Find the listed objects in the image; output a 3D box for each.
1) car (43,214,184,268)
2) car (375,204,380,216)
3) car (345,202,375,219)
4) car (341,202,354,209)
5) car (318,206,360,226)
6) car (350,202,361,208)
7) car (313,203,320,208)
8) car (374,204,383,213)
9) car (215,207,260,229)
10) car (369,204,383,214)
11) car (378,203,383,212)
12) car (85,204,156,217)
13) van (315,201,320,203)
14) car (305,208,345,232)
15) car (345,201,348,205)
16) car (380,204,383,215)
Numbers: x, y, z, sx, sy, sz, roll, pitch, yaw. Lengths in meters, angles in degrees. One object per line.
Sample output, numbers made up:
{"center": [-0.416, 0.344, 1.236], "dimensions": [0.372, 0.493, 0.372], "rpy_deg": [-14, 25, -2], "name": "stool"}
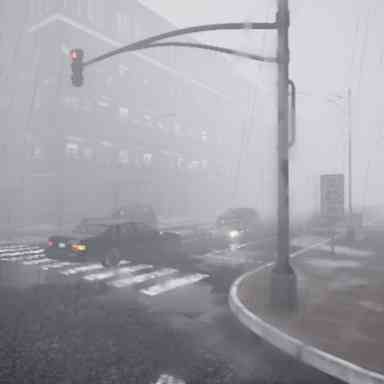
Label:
{"center": [-2.476, 1.707, 11.959], "dimensions": [2.033, 1.411, 5.357], "rpy_deg": [0, -2, 33], "name": "car"}
{"center": [22.411, 2.408, 42.391], "dimensions": [1.752, 1.417, 4.829], "rpy_deg": [-2, -2, 35], "name": "car"}
{"center": [19.055, 2.215, 37.596], "dimensions": [1.967, 1.590, 4.097], "rpy_deg": [-2, -2, 35], "name": "car"}
{"center": [34.981, 2.978, 74.934], "dimensions": [1.967, 1.590, 4.097], "rpy_deg": [-1, -2, 35], "name": "car"}
{"center": [12.542, 2.117, 28.278], "dimensions": [2.008, 1.369, 4.403], "rpy_deg": [-2, -2, 35], "name": "car"}
{"center": [41.496, 3.317, 84.246], "dimensions": [1.947, 1.339, 4.313], "rpy_deg": [-1, -2, 35], "name": "car"}
{"center": [17.313, 2.486, 44.981], "dimensions": [1.895, 1.301, 4.718], "rpy_deg": [0, -1, 35], "name": "car"}
{"center": [32.084, 2.739, 56.225], "dimensions": [1.887, 1.381, 4.507], "rpy_deg": [-2, -2, 35], "name": "car"}
{"center": [3.593, 1.953, 25.502], "dimensions": [1.837, 1.490, 4.892], "rpy_deg": [0, -1, 35], "name": "car"}
{"center": [28.925, 2.618, 51.706], "dimensions": [1.752, 1.417, 4.829], "rpy_deg": [-2, -2, 35], "name": "car"}
{"center": [35.440, 2.829, 61.023], "dimensions": [1.752, 1.417, 4.829], "rpy_deg": [-2, -2, 35], "name": "car"}
{"center": [-4.107, 1.595, 19.044], "dimensions": [2.192, 1.841, 5.009], "rpy_deg": [-1, -2, 35], "name": "car"}
{"center": [21.952, 2.455, 56.306], "dimensions": [1.690, 1.788, 3.998], "rpy_deg": [-1, -2, 35], "name": "van"}
{"center": [9.284, 2.044, 23.618], "dimensions": [1.802, 1.307, 4.206], "rpy_deg": [-2, -2, 35], "name": "car"}
{"center": [31.723, 2.746, 70.281], "dimensions": [2.192, 1.841, 5.009], "rpy_deg": [-1, -2, 35], "name": "car"}
{"center": [25.571, 2.550, 46.909], "dimensions": [1.947, 1.339, 4.313], "rpy_deg": [-2, -2, 35], "name": "car"}
